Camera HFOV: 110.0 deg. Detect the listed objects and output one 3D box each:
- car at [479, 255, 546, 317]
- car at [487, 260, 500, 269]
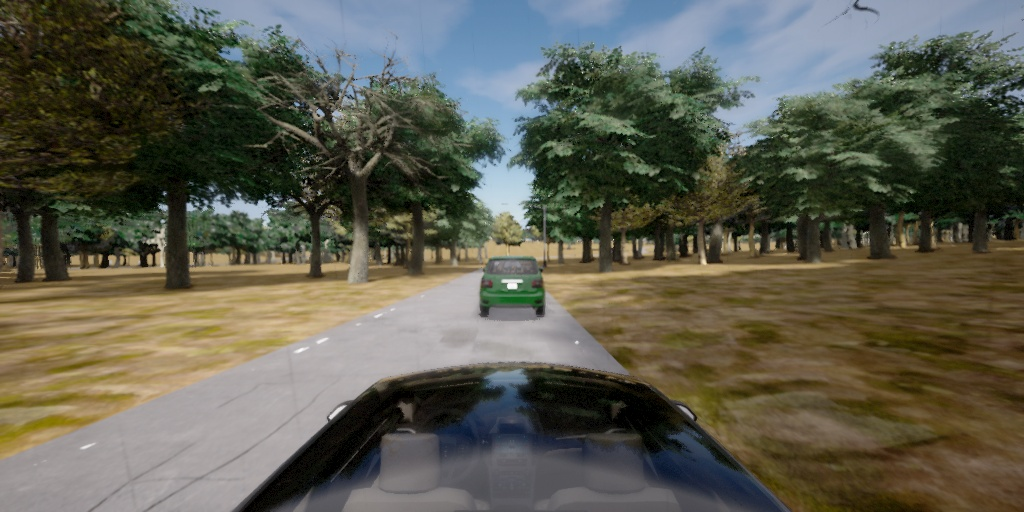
[{"bbox_3d":[0.037,0.992,13.460,2.150,2.045,5.566,0,0,1],"label":"car"},{"bbox_3d":[-3.056,1.325,58.967,1.812,1.442,4.674,0,0,0],"label":"car"}]
